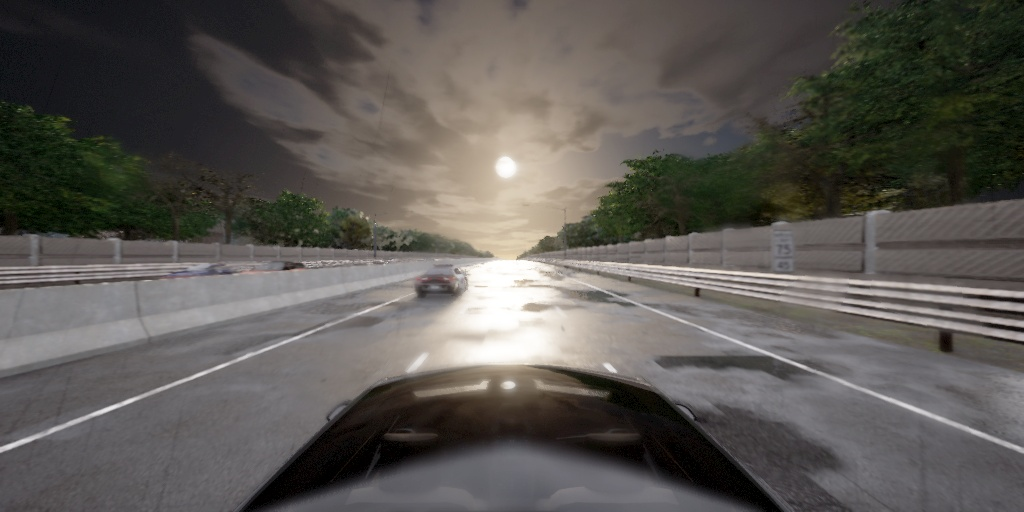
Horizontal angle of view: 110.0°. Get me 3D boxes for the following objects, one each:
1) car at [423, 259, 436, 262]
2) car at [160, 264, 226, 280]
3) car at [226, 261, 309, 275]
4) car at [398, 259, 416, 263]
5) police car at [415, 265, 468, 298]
[{"bbox_3d":[-14.089,1.246,61.966,1.837,1.490,4.892,0,0,0],"label":"car"},{"bbox_3d":[-17.612,1.338,20.952,1.895,1.301,4.718,0,0,0],"label":"car"},{"bbox_3d":[-14.110,1.091,21.462,2.097,1.767,4.553,0,0,0],"label":"car"},{"bbox_3d":[-17.590,1.297,61.977,1.994,1.385,4.181,0,0,0],"label":"car"},{"bbox_3d":[-3.518,1.259,18.781,2.038,1.542,4.974,0,0,0],"label":"police car"}]
